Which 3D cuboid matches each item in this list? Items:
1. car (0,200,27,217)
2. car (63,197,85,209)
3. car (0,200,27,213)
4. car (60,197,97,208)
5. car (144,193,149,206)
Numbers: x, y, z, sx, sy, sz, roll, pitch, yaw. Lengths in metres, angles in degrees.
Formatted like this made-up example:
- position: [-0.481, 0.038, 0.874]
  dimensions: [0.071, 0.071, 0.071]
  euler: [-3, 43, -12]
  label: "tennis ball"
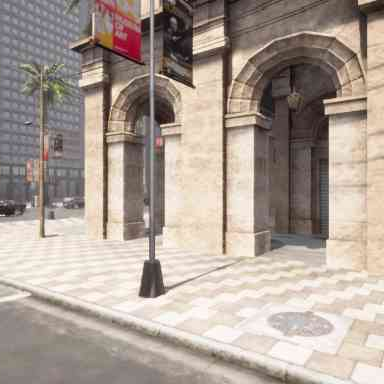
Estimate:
- position: [-17.632, 1.481, 29.599]
  dimensions: [1.882, 1.535, 5.008]
  euler: [0, 0, 36]
  label: "car"
- position: [-15.102, 1.509, 45.472]
  dimensions: [1.837, 1.490, 4.892]
  euler: [0, 0, 36]
  label: "car"
- position: [-21.157, 1.605, 37.036]
  dimensions: [1.895, 1.301, 4.718]
  euler: [0, 0, 36]
  label: "car"
- position: [-16.553, 1.517, 48.754]
  dimensions: [2.161, 1.482, 4.786]
  euler: [0, 0, 35]
  label: "car"
- position: [-9.038, 1.225, 53.904]
  dimensions: [2.150, 2.045, 5.566]
  euler: [0, 0, 35]
  label: "car"
